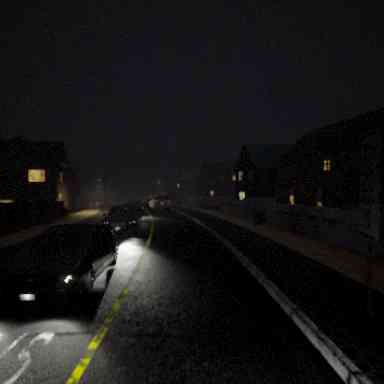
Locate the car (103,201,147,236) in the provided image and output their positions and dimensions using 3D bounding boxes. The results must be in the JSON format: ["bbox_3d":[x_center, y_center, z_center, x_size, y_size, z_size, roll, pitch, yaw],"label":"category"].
[{"bbox_3d":[-3.837,1.508,18.647,2.128,1.511,4.902,0,0,-6],"label":"car"}]

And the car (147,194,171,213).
[{"bbox_3d":[-3.746,1.269,38.618,2.150,2.045,5.566,0,0,-11],"label":"car"}]

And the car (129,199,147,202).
[{"bbox_3d":[-5.775,1.529,33.660,1.882,1.535,5.008,0,0,-9],"label":"car"}]

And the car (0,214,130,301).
[{"bbox_3d":[-3.146,1.553,8.787,2.033,1.411,5.357,0,0,-3],"label":"car"}]

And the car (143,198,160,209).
[{"bbox_3d":[-6.114,1.653,49.367,1.994,1.385,4.181,0,0,-14],"label":"car"}]
